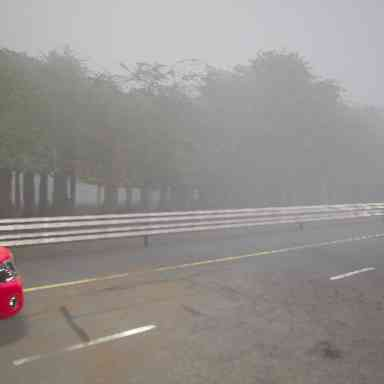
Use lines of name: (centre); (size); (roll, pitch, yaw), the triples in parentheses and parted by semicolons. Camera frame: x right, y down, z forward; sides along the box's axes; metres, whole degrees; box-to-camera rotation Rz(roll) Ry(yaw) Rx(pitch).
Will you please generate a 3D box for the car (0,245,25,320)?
car: (-5.292, 1.221, 4.269); (5.566, 2.045, 2.150); (0, 0, -36)
